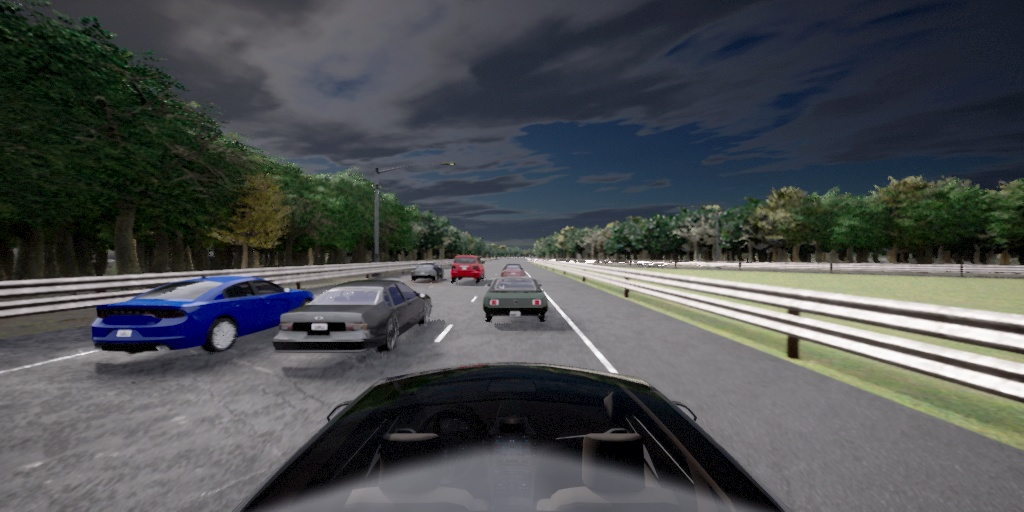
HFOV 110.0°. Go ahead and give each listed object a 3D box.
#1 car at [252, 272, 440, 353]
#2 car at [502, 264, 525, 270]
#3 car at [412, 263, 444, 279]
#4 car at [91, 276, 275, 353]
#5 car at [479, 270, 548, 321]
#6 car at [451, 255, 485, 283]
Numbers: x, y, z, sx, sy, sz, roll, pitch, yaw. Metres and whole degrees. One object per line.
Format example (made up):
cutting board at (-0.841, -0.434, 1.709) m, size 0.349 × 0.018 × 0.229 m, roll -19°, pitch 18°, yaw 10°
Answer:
car at (-3.399, 1.295, 8.838) m, size 2.033 × 1.411 × 5.357 m, roll 0°, pitch 0°, yaw 0°
car at (0.101, 1.318, 29.654) m, size 1.994 × 1.385 × 4.181 m, roll 0°, pitch 0°, yaw 0°
car at (-6.906, 1.287, 29.689) m, size 1.994 × 1.385 × 4.181 m, roll 0°, pitch 0°, yaw 0°
car at (-6.902, 1.226, 8.859) m, size 1.882 × 1.535 × 5.008 m, roll 0°, pitch 0°, yaw 0°
car at (0.100, 1.348, 12.395) m, size 1.895 × 1.301 × 4.718 m, roll 0°, pitch 0°, yaw 0°
car at (-3.386, 0.963, 28.172) m, size 2.150 × 2.045 × 5.566 m, roll 1°, pitch 0°, yaw 0°
